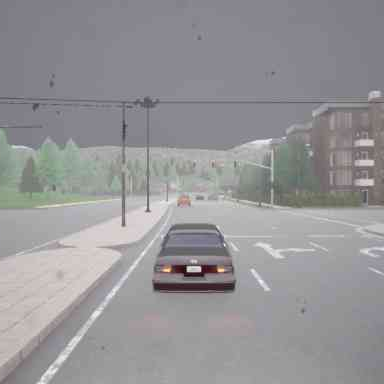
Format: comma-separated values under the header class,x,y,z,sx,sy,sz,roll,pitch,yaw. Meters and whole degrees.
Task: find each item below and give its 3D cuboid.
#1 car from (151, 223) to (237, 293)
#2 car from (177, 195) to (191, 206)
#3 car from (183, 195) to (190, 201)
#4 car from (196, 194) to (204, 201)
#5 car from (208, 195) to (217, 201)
class,x,y,z,sx,sy,sz,roll,pitch,yaw
car,0.048,1.547,8.975,2.033,1.411,5.357,0,0,0
car,-1.317,1.352,54.721,2.097,1.767,4.553,0,0,-1
car,-1.457,1.523,85.546,1.812,1.442,4.674,0,0,0
car,2.043,1.477,85.582,1.882,1.535,5.008,0,0,0
car,5.543,1.539,85.587,2.033,1.411,5.357,0,0,0
